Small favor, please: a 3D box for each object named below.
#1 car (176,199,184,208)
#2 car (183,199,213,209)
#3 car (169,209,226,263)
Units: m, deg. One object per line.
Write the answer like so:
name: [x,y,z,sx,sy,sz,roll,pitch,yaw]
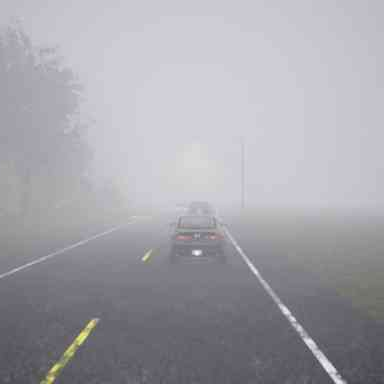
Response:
car: [-1.438,1.844,53.285,1.994,1.385,4.181,0,0,5]
car: [0.664,1.488,27.330,2.097,1.767,4.553,0,0,3]
car: [0.212,1.564,12.245,1.837,1.490,4.892,0,-1,1]
